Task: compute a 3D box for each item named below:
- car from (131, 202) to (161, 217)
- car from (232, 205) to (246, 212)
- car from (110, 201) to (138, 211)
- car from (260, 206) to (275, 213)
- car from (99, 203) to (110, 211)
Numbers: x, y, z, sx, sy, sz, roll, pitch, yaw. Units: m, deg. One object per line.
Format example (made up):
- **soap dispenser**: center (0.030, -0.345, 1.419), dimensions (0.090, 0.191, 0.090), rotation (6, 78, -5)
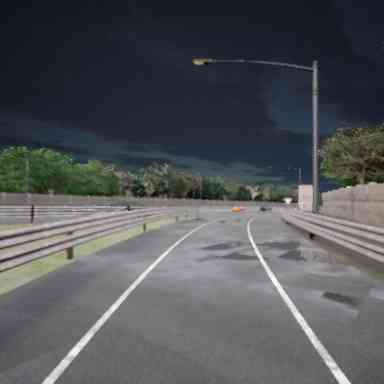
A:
- **car**: center (-5.492, 2.503, 44.797), dimensions (1.837, 1.490, 4.892), rotation (-1, -3, 34)
- **car**: center (11.833, 4.093, 82.899), dimensions (2.097, 1.767, 4.553), rotation (-1, -3, 34)
- **car**: center (-8.366, 2.274, 46.801), dimensions (2.150, 2.045, 5.566), rotation (-1, -3, 34)
- **car**: center (17.648, 4.128, 79.000), dimensions (1.837, 1.490, 4.892), rotation (-1, -3, 34)
- **car**: center (-11.314, 2.462, 48.685), dimensions (2.097, 1.767, 4.553), rotation (-1, -3, 34)
